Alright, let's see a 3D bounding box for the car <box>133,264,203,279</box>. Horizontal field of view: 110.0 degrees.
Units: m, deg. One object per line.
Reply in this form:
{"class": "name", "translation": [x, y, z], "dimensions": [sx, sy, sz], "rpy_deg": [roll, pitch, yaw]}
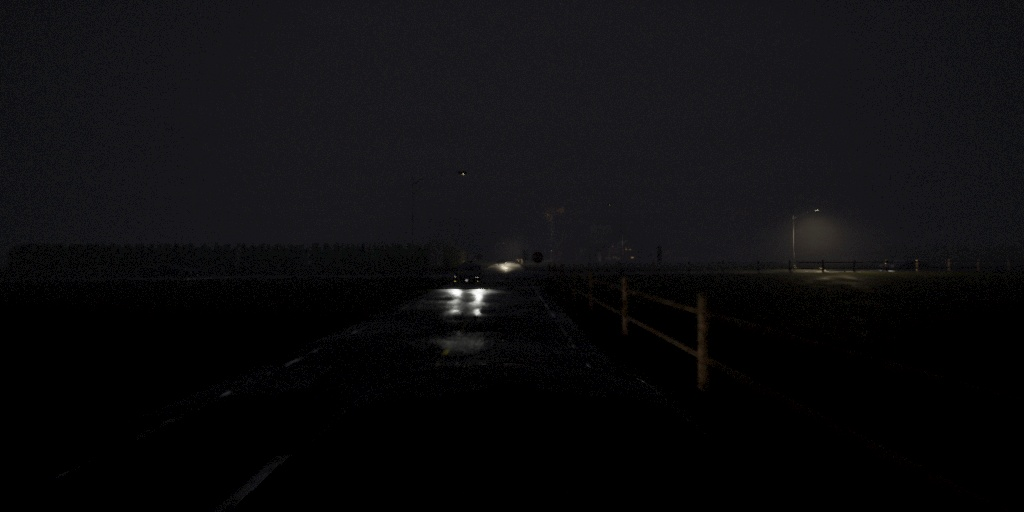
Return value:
{"class": "car", "translation": [-34.171, 1.549, 35.726], "dimensions": [5.357, 1.411, 2.033], "rpy_deg": [0, 0, -5]}

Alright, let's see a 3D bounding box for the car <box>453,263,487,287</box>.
{"class": "car", "translation": [-2.775, 1.269, 24.407], "dimensions": [1.837, 1.490, 4.892], "rpy_deg": [0, -1, 1]}
